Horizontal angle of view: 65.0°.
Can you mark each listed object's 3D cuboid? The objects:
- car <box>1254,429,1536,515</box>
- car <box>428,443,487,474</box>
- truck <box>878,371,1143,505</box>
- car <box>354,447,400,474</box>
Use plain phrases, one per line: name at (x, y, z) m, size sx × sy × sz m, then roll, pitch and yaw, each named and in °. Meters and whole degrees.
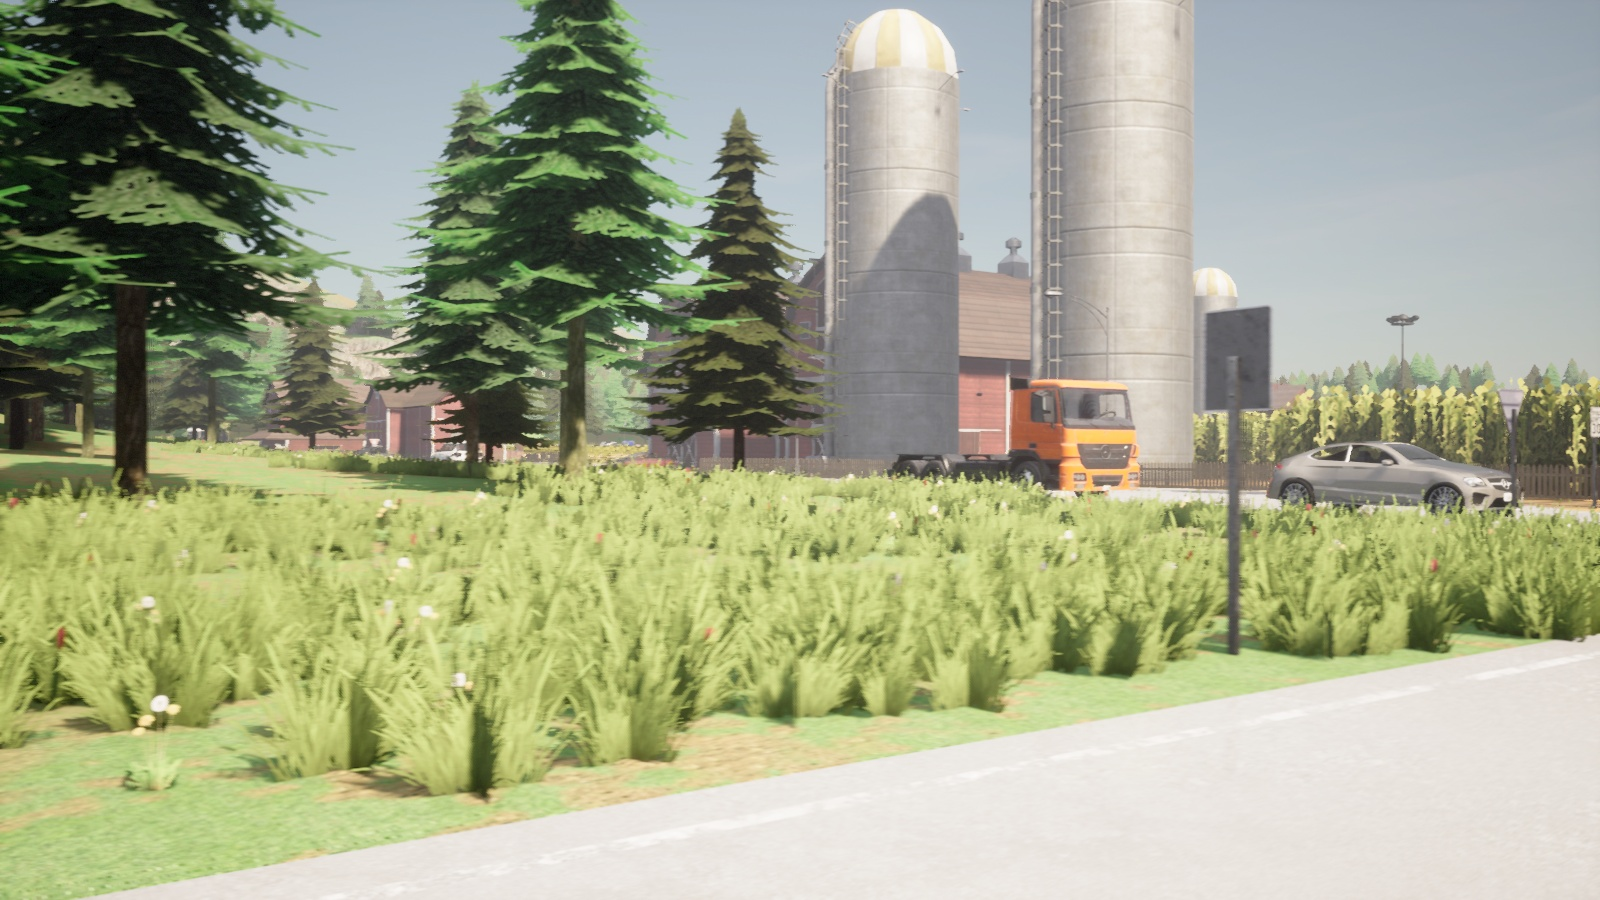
car at (12.490, 0.422, 26.704) m, size 2.152 × 1.651 × 5.027 m, roll 0°, pitch 0°, yaw -34°
car at (-23.323, 0.583, 85.426) m, size 2.150 × 2.045 × 5.566 m, roll 0°, pitch 0°, yaw -34°
truck at (5.854, -0.302, 36.432) m, size 2.891 × 3.462 × 7.936 m, roll 0°, pitch 0°, yaw -34°
car at (-30.053, 0.703, 89.081) m, size 1.932 × 1.855 × 4.605 m, roll 0°, pitch 0°, yaw -34°
